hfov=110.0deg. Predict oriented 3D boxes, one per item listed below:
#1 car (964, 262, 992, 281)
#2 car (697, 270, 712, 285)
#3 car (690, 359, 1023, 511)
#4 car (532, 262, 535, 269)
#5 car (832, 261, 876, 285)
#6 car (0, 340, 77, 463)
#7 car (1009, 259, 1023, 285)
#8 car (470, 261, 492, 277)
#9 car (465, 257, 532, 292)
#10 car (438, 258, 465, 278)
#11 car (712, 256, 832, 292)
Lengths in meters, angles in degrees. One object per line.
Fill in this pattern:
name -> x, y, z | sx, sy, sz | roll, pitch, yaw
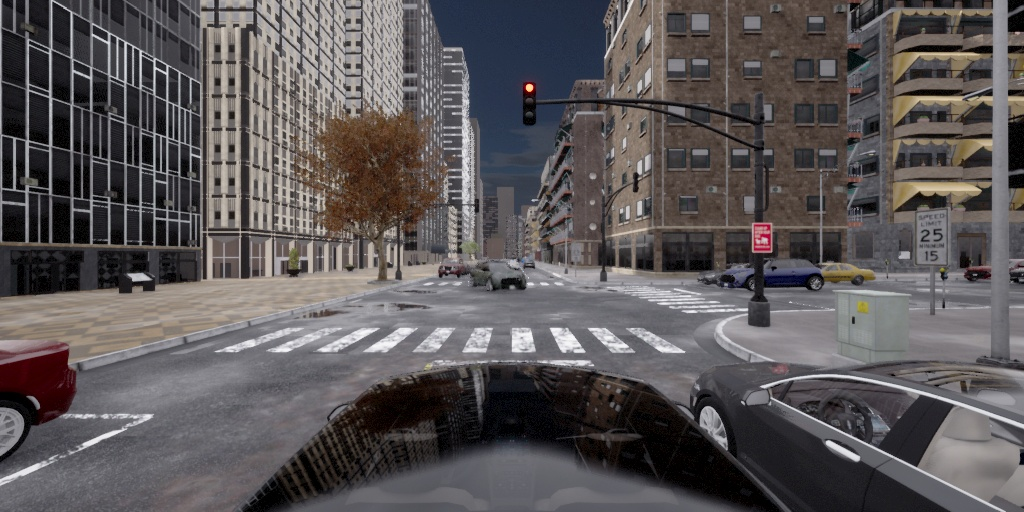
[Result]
car -> 30.135, 0.858, 21.618 | 4.507, 1.381, 1.888 | 0, 0, -1
car -> 13.433, 1.095, 21.448 | 4.403, 1.370, 2.007 | 0, 0, -1
car -> 2.688, 1.300, 2.031 | 2.007, 1.370, 4.403 | 0, 0, 0
car -> 2.685, 1.348, 56.509 | 1.948, 1.339, 4.313 | 0, 0, 0
car -> 18.830, 0.992, 21.503 | 4.829, 1.417, 1.751 | 0, 0, -1
car -> -5.692, 1.295, 2.030 | 1.888, 1.381, 4.507 | 0, 0, 0
car -> 29.736, 0.867, 19.023 | 5.357, 1.411, 2.033 | -1, 0, -1
car -> -3.103, 1.270, 36.562 | 1.837, 1.490, 4.892 | 0, 0, 0
car -> -0.920, 1.106, 21.411 | 2.097, 1.767, 4.553 | 0, 0, -25
car -> -5.695, 1.078, 34.418 | 2.192, 1.841, 5.009 | 0, 0, 0
car -> 13.521, 0.896, 18.884 | 4.553, 1.767, 2.097 | -1, 0, 0
